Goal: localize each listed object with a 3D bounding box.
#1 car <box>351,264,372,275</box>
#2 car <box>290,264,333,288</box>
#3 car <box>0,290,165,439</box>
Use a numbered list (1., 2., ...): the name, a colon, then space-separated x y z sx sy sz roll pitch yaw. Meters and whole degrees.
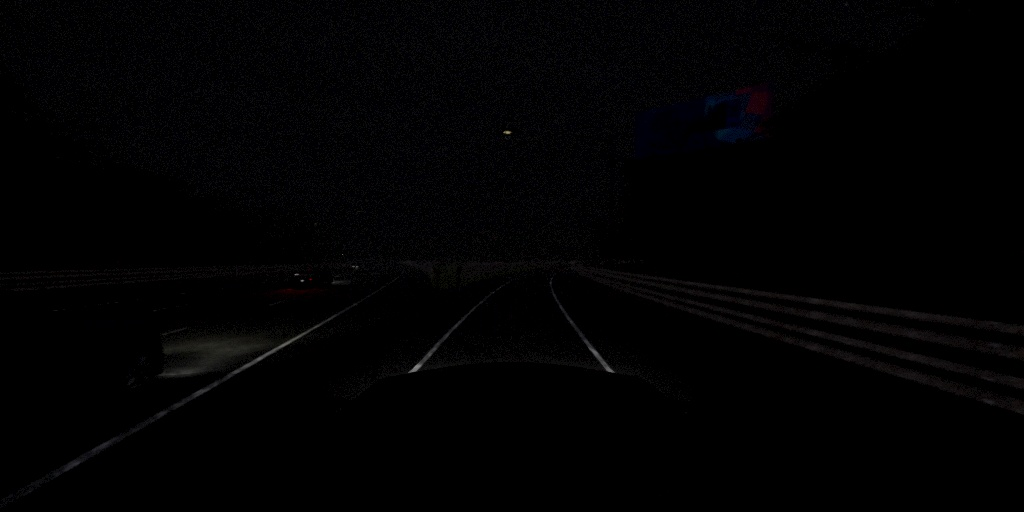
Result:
1. car: -21.098 1.936 51.016 1.994 1.385 4.181 0 -1 -16
2. car: -14.726 1.502 26.563 2.128 1.511 4.902 0 -1 -14
3. car: -5.988 1.081 3.493 2.097 1.767 4.553 0 -1 -12
